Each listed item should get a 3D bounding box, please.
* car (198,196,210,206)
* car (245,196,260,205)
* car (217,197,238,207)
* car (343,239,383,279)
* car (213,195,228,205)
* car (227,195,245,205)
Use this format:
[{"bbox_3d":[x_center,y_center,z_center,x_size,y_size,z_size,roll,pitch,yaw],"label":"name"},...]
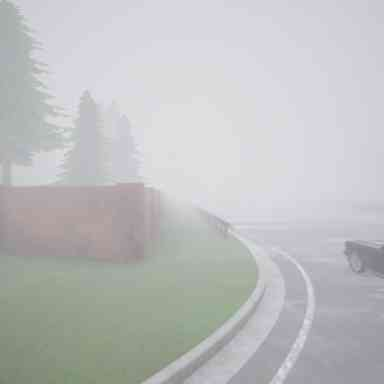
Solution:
[{"bbox_3d":[2.519,1.809,70.361,2.150,2.045,5.566,0,0,-3],"label":"car"},{"bbox_3d":[12.961,1.792,71.724,2.150,2.045,5.566,0,0,-3],"label":"car"},{"bbox_3d":[6.556,2.045,61.373,2.033,1.411,5.357,0,0,-4],"label":"car"},{"bbox_3d":[5.592,1.655,7.954,1.895,1.301,4.718,0,0,-3],"label":"car"},{"bbox_3d":[5.939,2.066,71.961,1.882,1.535,5.008,0,0,-3],"label":"car"},{"bbox_3d":[9.436,1.934,72.092,2.097,1.767,4.553,0,0,-3],"label":"car"}]
